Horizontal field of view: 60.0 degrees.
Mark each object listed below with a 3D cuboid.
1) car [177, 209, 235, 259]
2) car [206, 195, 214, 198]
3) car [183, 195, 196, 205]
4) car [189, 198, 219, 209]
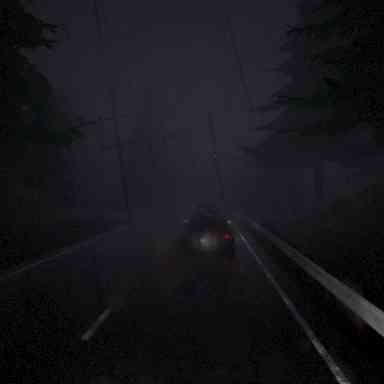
[{"bbox_3d":[0.575,1.563,12.661,1.994,1.385,4.181,0,0,4],"label":"car"},{"bbox_3d":[3.911,1.417,73.667,1.812,1.442,4.674,0,0,3],"label":"car"},{"bbox_3d":[-0.381,1.347,60.142,2.097,1.767,4.553,0,0,4],"label":"car"},{"bbox_3d":[1.128,1.482,26.957,2.128,1.511,4.902,0,0,-2],"label":"car"}]
